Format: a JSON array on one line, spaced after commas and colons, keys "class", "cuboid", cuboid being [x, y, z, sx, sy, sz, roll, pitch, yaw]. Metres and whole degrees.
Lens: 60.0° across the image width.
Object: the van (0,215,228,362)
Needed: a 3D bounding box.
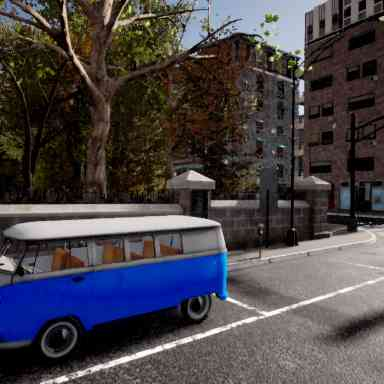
[{"class": "van", "cuboid": [-1.246, 1.342, 5.613, 3.998, 1.788, 1.690, 0, 1, -36]}]
